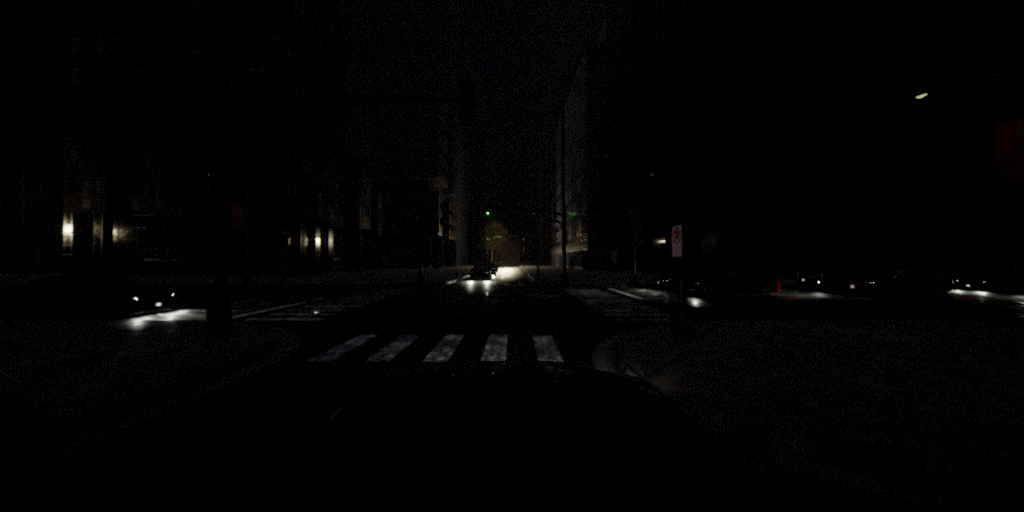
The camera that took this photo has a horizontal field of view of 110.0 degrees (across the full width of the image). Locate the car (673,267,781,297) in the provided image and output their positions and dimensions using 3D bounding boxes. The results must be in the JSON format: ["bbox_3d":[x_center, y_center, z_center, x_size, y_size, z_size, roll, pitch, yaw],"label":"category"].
[{"bbox_3d":[12.006,1.414,19.923,5.008,1.535,1.882,0,0,1],"label":"car"}]

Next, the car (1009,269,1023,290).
[{"bbox_3d":[31.942,1.184,19.833,5.566,2.045,2.150,0,0,0],"label":"car"}]

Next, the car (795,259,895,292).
[{"bbox_3d":[21.583,1.196,23.118,5.566,2.045,2.150,0,0,1],"label":"car"}]

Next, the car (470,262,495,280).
[{"bbox_3d":[-3.102,1.566,36.498,1.882,1.535,5.008,0,-1,1],"label":"car"}]

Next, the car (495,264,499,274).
[{"bbox_3d":[-3.117,1.536,46.279,2.097,1.767,4.553,0,-1,0],"label":"car"}]

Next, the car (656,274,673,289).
[{"bbox_3d":[11.852,1.467,23.179,4.892,1.490,1.837,0,0,-1],"label":"car"}]

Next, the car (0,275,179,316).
[{"bbox_3d":[-15.763,1.407,13.324,5.357,1.411,2.033,0,0,0],"label":"car"}]

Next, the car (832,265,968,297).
[{"bbox_3d":[21.329,1.439,19.880,4.902,1.511,2.128,0,0,0],"label":"car"}]

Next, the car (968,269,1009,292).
[{"bbox_3d":[32.039,1.535,23.079,5.357,1.411,2.033,0,0,0],"label":"car"}]
